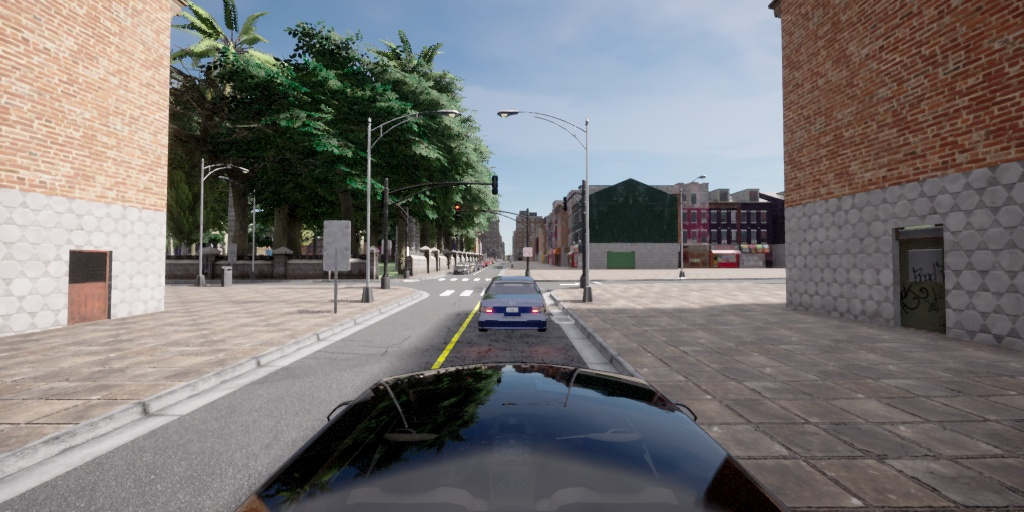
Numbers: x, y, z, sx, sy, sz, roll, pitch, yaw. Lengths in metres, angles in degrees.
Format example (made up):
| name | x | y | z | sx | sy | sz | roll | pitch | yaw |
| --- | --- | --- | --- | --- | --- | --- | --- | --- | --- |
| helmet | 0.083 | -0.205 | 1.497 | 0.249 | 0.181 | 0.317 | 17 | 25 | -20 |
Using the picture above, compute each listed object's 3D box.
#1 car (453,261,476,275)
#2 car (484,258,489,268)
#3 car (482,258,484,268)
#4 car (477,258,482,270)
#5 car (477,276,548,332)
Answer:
| name | x | y | z | sx | sy | sz | roll | pitch | yaw |
| --- | --- | --- | --- | --- | --- | --- | --- | --- | --- |
| car | -5.497 | 1.333 | 39.996 | 2.007 | 1.370 | 4.403 | 0 | 0 | 0 |
| car | -5.640 | 1.416 | 63.481 | 1.802 | 1.307 | 4.207 | 0 | 0 | 0 |
| car | -5.561 | 1.371 | 52.581 | 1.948 | 1.339 | 4.313 | 0 | 0 | 0 |
| car | -5.522 | 1.344 | 47.131 | 2.007 | 1.370 | 4.403 | 0 | 0 | 0 |
| car | 0.028 | 1.301 | 10.850 | 2.033 | 1.411 | 5.357 | 0 | 0 | 0 |
